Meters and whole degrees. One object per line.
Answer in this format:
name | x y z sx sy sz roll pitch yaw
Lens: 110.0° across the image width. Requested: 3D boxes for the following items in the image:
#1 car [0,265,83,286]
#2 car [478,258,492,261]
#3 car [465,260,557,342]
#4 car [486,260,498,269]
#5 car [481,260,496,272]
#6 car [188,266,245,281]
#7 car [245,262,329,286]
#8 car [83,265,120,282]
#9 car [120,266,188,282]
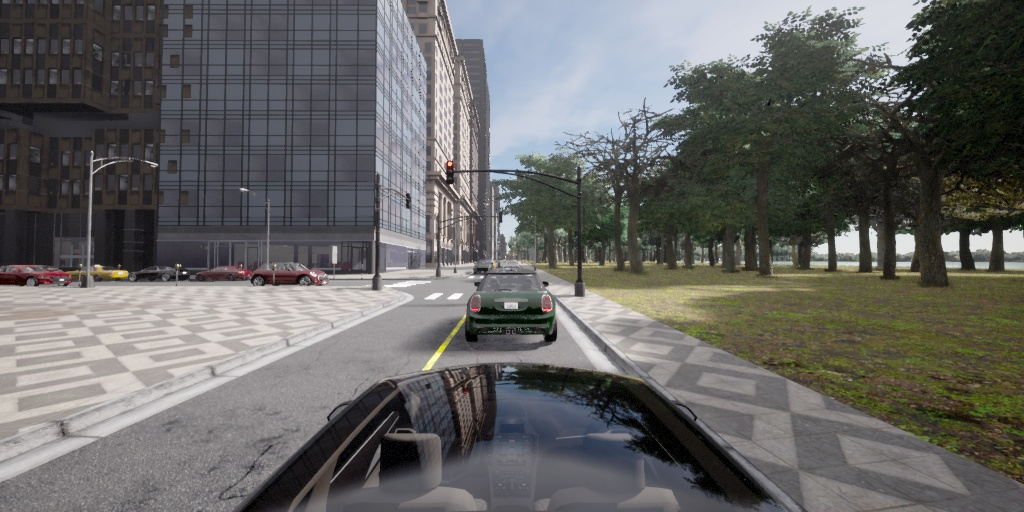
car | -30.030 1.234 22.103 4.507 1.381 1.888 0 0 0
car | -3.218 1.180 41.241 2.097 1.767 4.553 0 0 0
car | -0.010 1.108 9.968 2.097 1.767 4.553 0 0 0
car | -3.246 1.426 59.428 1.812 1.442 4.674 0 0 0
car | -3.235 1.341 50.263 1.882 1.535 5.008 0 0 0
car | -24.575 1.493 30.649 4.207 1.307 1.802 0 0 0
car | -13.599 1.119 22.174 4.097 1.591 1.967 0 0 -1
car | -35.719 1.443 30.601 4.829 1.417 1.751 0 0 0
car | -30.061 1.480 30.626 4.313 1.339 1.948 0 0 0
